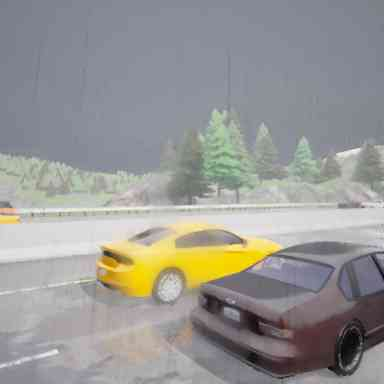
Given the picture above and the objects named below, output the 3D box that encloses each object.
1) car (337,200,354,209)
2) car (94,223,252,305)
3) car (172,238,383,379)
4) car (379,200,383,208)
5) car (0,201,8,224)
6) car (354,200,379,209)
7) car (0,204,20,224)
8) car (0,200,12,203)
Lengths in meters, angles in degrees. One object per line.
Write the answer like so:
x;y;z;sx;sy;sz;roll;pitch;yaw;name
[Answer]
24.073;1.914;50.077;4.718;1.301;1.895;1;0;-27;car
0.181;1.500;8.229;5.008;1.535;1.882;1;0;-36;car
2.521;1.580;5.602;5.357;1.411;2.033;1;0;-36;car
27.238;1.886;43.834;4.181;1.385;1.994;1;0;-26;car
-15.631;1.440;22.951;4.902;1.511;2.128;1;0;-36;car
25.646;1.845;46.950;4.674;1.442;1.812;1;0;-27;car
-9.989;1.443;14.074;5.008;1.535;1.882;1;0;-36;car
-13.167;1.312;20.414;4.553;1.767;2.097;1;0;-36;car
